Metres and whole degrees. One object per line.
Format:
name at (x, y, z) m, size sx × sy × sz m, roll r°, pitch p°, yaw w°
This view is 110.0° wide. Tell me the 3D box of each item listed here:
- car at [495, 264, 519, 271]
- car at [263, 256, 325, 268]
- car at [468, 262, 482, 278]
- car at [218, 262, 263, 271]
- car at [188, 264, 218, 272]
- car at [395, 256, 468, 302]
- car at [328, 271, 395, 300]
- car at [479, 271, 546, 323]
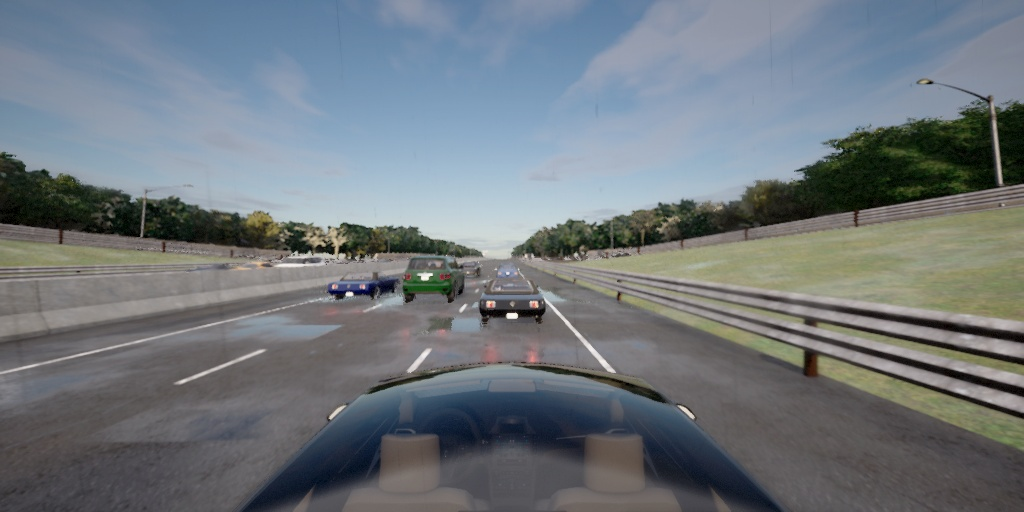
car at (-0.370, 1.343, 29.266) m, size 2.033 × 1.411 × 5.357 m, roll 0°, pitch 0°, yaw -1°
car at (-18.100, 1.021, 30.599) m, size 2.150 × 2.045 × 5.566 m, roll 0°, pitch 0°, yaw -1°
car at (-3.984, 1.293, 34.553) m, size 2.128 × 1.511 × 4.902 m, roll 0°, pitch 0°, yaw -1°
car at (-21.591, 1.277, 30.199) m, size 1.882 × 1.535 × 5.008 m, roll 0°, pitch 0°, yaw -1°
car at (-25.091, 1.364, 30.240) m, size 1.994 × 1.385 × 4.181 m, roll 0°, pitch 0°, yaw -1°
car at (-3.625, 1.003, 17.373) m, size 2.150 × 2.045 × 5.566 m, roll 0°, pitch 0°, yaw -1°
car at (-7.135, 1.383, 17.866) m, size 1.895 × 1.301 × 4.718 m, roll 0°, pitch 0°, yaw -1°
car at (-0.028, 1.373, 12.149) m, size 1.895 × 1.301 × 4.718 m, roll 0°, pitch 0°, yaw -1°
